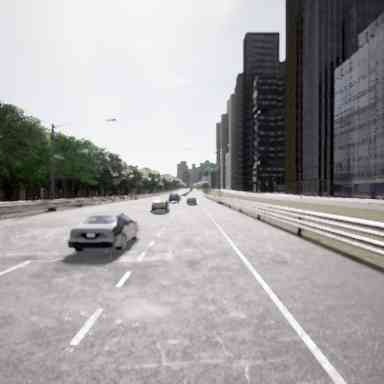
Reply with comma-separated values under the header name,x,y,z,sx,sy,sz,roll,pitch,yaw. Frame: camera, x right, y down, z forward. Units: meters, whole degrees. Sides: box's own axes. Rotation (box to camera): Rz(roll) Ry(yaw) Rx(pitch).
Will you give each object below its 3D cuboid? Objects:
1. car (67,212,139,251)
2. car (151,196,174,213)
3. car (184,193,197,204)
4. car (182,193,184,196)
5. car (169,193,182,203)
name,x,y,z,sx,sy,sz,roll,pitch,yaw
car,-3.509,1.552,14.046,2.033,1.411,5.357,0,0,0
car,-3.570,1.509,38.053,2.128,1.511,4.902,0,0,0
car,-0.090,1.511,62.214,2.128,1.511,4.902,0,0,0
car,-3.821,1.533,90.482,2.033,1.411,5.357,0,0,0
car,-3.744,1.244,70.641,2.150,2.045,5.566,0,0,0
